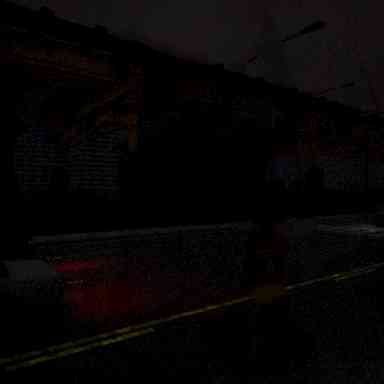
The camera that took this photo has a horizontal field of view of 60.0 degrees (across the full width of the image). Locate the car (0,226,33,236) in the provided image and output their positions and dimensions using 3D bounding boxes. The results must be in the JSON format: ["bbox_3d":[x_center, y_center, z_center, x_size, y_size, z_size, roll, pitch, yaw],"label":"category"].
[{"bbox_3d":[-6.442,1.505,7.998,4.892,1.490,1.837,0,0,-35],"label":"car"}]

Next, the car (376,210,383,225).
[{"bbox_3d":[14.623,1.477,22.961,5.008,1.535,1.882,0,0,-35],"label":"car"}]

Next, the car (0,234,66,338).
[{"bbox_3d":[-4.567,1.601,5.036,4.718,1.301,1.895,0,0,-35],"label":"car"}]
